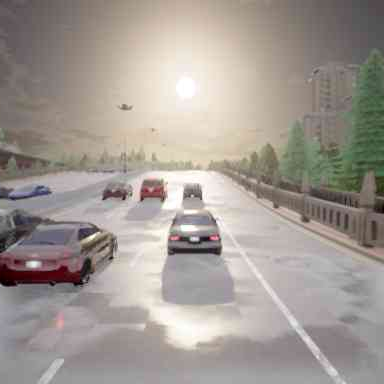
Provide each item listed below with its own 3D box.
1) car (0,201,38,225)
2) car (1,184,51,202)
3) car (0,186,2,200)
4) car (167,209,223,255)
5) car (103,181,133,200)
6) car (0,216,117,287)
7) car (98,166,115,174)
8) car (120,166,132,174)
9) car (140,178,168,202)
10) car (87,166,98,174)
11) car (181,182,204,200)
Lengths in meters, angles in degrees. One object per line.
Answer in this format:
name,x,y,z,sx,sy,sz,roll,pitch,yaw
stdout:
car,-6.925,1.353,12.435,2.033,1.411,5.357,0,2,0
car,-14.146,0.080,29.231,1.882,1.535,5.008,0,6,0
car,-17.648,0.149,29.252,2.033,1.411,5.357,0,6,0
car,0.075,1.353,12.402,2.033,1.411,5.357,0,2,0
car,-6.956,-0.303,31.605,2.097,1.767,4.553,0,6,0
car,-3.430,1.476,9.212,1.994,1.385,4.181,0,2,0
car,-17.618,-4.720,70.054,2.097,1.767,4.553,0,7,0
car,-14.120,-4.711,71.403,2.128,1.511,4.902,0,7,0
car,-3.453,-0.338,30.740,2.150,2.045,5.566,0,6,0
car,-21.120,-4.709,71.391,2.128,1.511,4.902,0,7,0
car,0.044,-0.173,31.833,1.837,1.490,4.892,0,7,0
